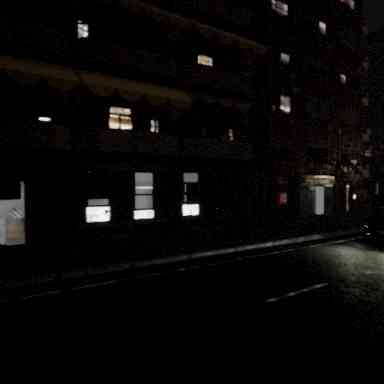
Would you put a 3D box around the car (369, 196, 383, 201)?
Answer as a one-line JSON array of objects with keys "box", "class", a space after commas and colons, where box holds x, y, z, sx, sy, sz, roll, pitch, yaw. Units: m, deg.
[{"box": [25.058, 1.240, 45.450, 1.802, 1.307, 4.206, -2, 0, -37], "class": "car"}]

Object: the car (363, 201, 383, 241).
[{"box": [9.360, 1.270, 14.352, 5.008, 1.535, 1.882, -1, 0, -35], "class": "car"}]

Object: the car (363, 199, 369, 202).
[{"box": [18.083, 1.093, 40.327, 2.192, 1.841, 5.009, -2, 0, -37], "class": "car"}]
